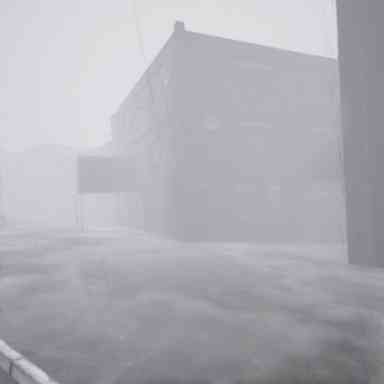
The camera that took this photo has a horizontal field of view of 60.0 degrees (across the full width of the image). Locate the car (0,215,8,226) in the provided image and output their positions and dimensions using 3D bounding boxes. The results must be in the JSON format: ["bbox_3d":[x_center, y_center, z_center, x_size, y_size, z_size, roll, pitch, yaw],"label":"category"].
[{"bbox_3d":[-17.554,2.122,27.010,2.231,1.521,4.892,-2,-2,26],"label":"car"}]
